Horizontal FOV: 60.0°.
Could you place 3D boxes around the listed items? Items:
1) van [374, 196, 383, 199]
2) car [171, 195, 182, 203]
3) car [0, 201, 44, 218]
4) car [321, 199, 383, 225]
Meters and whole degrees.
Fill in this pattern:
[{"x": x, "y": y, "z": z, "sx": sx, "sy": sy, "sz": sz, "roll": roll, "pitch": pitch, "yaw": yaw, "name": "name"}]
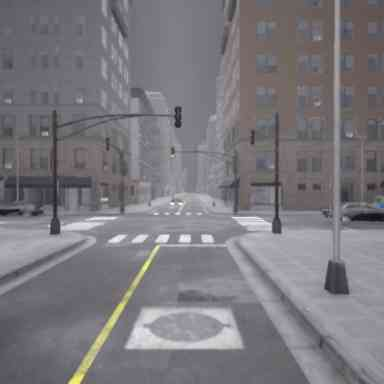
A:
[{"x": 17.220, "y": 1.231, "z": 28.026, "sx": 3.998, "sy": 1.788, "sz": 1.690, "roll": 0, "pitch": 0, "yaw": 0, "name": "van"}, {"x": -2.794, "y": 1.302, "z": 60.705, "sx": 1.812, "sy": 1.442, "sz": 4.674, "roll": 0, "pitch": 0, "yaw": 1, "name": "car"}, {"x": -14.744, "y": 1.435, "z": 28.053, "sx": 4.313, "sy": 1.339, "sz": 1.947, "roll": 0, "pitch": 0, "yaw": 0, "name": "car"}, {"x": 11.389, "y": 1.421, "z": 22.628, "sx": 4.902, "sy": 1.511, "sz": 2.128, "roll": 0, "pitch": 0, "yaw": 0, "name": "car"}]
